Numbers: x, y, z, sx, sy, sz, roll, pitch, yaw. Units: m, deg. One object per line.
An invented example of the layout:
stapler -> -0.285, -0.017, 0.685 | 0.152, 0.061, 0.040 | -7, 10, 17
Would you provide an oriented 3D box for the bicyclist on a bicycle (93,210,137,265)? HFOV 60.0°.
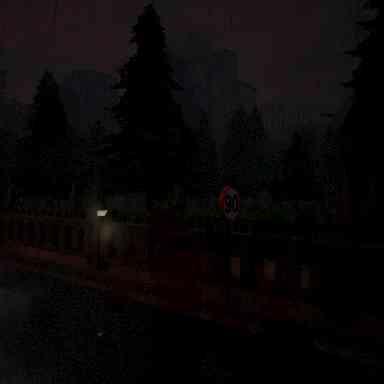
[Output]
bicyclist on a bicycle -> -2.170, 1.342, 9.690 | 0.582, 1.620, 1.656 | 0, -3, 36
